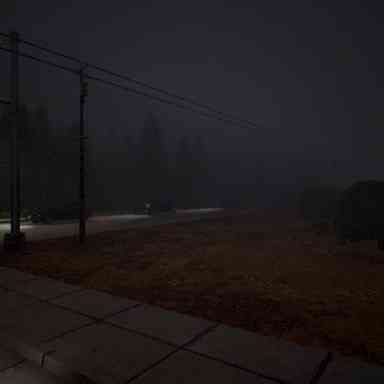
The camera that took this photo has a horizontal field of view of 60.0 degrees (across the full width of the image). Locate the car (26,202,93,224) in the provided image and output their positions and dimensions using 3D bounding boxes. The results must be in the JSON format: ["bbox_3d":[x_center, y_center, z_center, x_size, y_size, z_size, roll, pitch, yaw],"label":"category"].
[{"bbox_3d":[-9.800,1.513,24.859,1.837,1.490,4.892,0,0,37],"label":"car"}]

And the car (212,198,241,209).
[{"bbox_3d":[4.602,1.480,44.234,1.895,1.301,4.718,0,0,37],"label":"car"}]

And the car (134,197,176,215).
[{"bbox_3d":[-3.665,1.305,33.129,2.097,1.767,4.553,0,0,37],"label":"car"}]
